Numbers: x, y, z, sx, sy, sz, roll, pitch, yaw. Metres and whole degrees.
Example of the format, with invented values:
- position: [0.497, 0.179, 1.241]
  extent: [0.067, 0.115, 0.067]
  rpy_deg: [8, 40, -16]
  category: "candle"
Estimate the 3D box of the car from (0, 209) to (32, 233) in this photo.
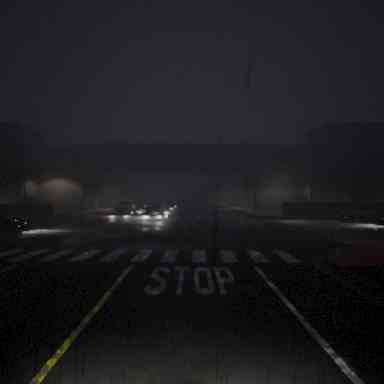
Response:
- position: [-12.191, 1.716, 20.439]
  extent: [4.181, 1.385, 1.994]
  rpy_deg: [0, 0, 0]
  category: "car"

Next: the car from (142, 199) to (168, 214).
- position: [-4.222, 1.871, 38.759]
  extent: [1.895, 1.301, 4.718]
  rpy_deg: [0, 0, 0]
  category: "car"

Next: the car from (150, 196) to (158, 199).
- position: [-7.632, 1.887, 57.908]
  extent: [2.128, 1.511, 4.902]
  rpy_deg: [0, 0, 0]
  category: "car"

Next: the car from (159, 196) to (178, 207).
- position: [-4.127, 1.890, 58.376]
  extent: [2.128, 1.511, 4.902]
  rpy_deg: [0, 0, 0]
  category: "car"

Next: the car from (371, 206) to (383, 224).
- position: [15.766, 1.739, 24.074]
  extent: [4.181, 1.385, 1.994]
  rpy_deg: [0, 0, 0]
  category: "car"

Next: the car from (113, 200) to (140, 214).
- position: [-7.758, 1.749, 38.820]
  extent: [1.882, 1.535, 5.008]
  rpy_deg: [0, 0, 1]
  category: "car"

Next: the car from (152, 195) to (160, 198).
- position: [-7.621, 1.689, 68.533]
  extent: [2.150, 2.045, 5.566]
  rpy_deg: [0, 0, 0]
  category: "car"

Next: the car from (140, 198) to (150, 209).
- position: [-7.680, 1.894, 47.809]
  extent: [1.994, 1.385, 4.181]
  rpy_deg: [0, 0, 0]
  category: "car"

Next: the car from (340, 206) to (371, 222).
- position: [14.970, 1.799, 27.613]
  extent: [4.718, 1.301, 1.895]
  rpy_deg: [0, 0, 1]
  category: "car"

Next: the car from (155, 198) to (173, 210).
- position: [-4.172, 1.931, 47.926]
  extent: [1.895, 1.301, 4.718]
  rpy_deg: [0, 0, 0]
  category: "car"
